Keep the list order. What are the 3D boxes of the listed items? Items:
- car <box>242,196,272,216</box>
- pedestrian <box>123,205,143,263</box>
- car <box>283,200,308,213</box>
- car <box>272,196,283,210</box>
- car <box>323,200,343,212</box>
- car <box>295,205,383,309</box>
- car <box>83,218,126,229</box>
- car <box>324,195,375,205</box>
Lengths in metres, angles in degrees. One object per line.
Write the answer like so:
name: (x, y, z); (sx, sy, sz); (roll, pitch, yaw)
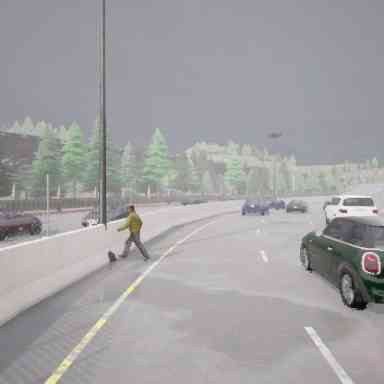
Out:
car: (6.408, 1.352, 33.189); (2.097, 1.767, 4.553); (0, 0, 20)
pedestrian: (-1.889, 1.294, 10.630); (0.375, 1.860, 0.375); (0, 0, 6)
car: (11.881, 1.563, 37.289); (1.994, 1.385, 4.181); (0, 0, 25)
car: (10.479, 1.352, 42.624); (2.097, 1.767, 4.553); (0, 0, 28)
car: (16.830, 1.601, 39.537); (1.895, 1.301, 4.718); (0, 0, 27)
car: (4.143, 1.351, 7.964); (2.097, 1.767, 4.553); (0, 0, 4)
car: (-4.851, 1.491, 20.080); (2.128, 1.511, 4.902); (0, 0, 12)
car: (9.732, 1.221, 20.617); (2.150, 2.045, 5.566); (0, 0, 13)
